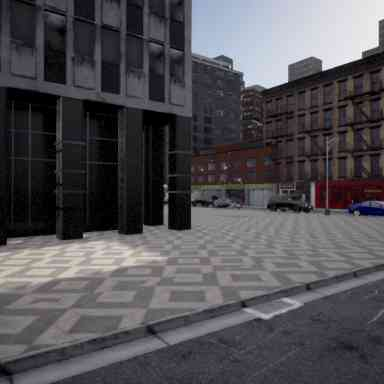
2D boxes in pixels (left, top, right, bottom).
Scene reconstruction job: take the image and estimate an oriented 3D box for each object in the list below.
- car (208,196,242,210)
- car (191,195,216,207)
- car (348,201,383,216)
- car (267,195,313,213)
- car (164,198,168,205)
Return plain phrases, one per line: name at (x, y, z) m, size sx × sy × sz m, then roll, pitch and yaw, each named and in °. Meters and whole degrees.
car at (5.000, 1.728, 47.497) m, size 2.128 × 1.511 × 4.902 m, roll 0°, pitch 0°, yaw -36°
car at (2.176, 1.520, 56.661) m, size 2.150 × 2.045 × 5.566 m, roll 0°, pitch 0°, yaw -36°
car at (17.180, 1.576, 30.847) m, size 1.882 × 1.535 × 5.008 m, roll 0°, pitch -1°, yaw -37°
car at (11.329, 1.391, 38.845) m, size 2.150 × 2.045 × 5.566 m, roll 0°, pitch -1°, yaw -36°
car at (-4.045, 1.842, 65.059) m, size 1.837 × 1.490 × 4.892 m, roll 0°, pitch 0°, yaw -36°
